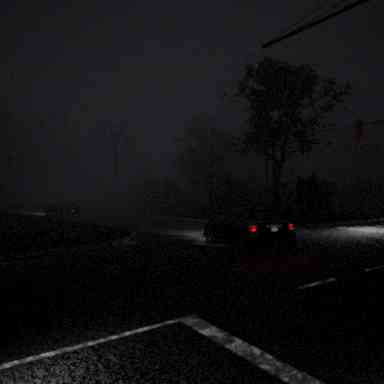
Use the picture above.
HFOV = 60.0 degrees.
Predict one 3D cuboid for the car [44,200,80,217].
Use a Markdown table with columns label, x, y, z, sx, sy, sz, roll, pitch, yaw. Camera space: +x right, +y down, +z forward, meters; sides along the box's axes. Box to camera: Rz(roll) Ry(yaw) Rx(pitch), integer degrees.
| label | x | y | z | sx | sy | sz | roll | pitch | yaw |
| --- | --- | --- | --- | --- | --- | --- | --- | --- | --- |
| car | -12.657 | 1.541 | 32.193 | 2.128 | 1.511 | 4.902 | 0 | 0 | -45 |

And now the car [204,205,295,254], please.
| label | x | y | z | sx | sy | sz | roll | pitch | yaw |
| --- | --- | --- | --- | --- | --- | --- | --- | --- | --- |
| car | 2.209 | 1.365 | 13.910 | 2.097 | 1.767 | 4.553 | 0 | 0 | -20 |
